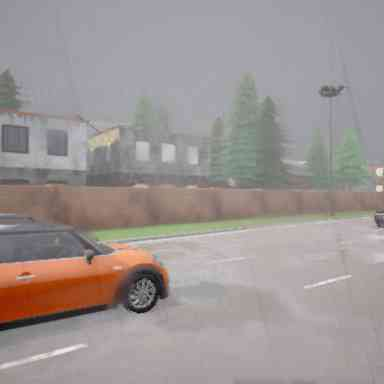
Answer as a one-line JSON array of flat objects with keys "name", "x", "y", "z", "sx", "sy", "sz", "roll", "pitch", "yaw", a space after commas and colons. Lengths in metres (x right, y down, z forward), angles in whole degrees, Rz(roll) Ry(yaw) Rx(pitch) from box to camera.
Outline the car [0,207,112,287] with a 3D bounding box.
[{"name": "car", "x": -4.729, "y": 1.359, "z": 8.971, "sx": 4.553, "sy": 1.767, "sz": 2.097, "roll": 0, "pitch": 0, "yaw": -35}]

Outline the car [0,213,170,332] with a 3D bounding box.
[{"name": "car", "x": -2.645, "y": 1.359, "z": 6.158, "sx": 4.553, "sy": 1.767, "sz": 2.097, "roll": 0, "pitch": 0, "yaw": -35}]

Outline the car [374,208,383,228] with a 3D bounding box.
[{"name": "car", "x": 14.219, "y": 1.629, "z": 22.481, "sx": 4.902, "sy": 1.511, "sz": 2.128, "roll": 0, "pitch": 0, "yaw": -35}]
